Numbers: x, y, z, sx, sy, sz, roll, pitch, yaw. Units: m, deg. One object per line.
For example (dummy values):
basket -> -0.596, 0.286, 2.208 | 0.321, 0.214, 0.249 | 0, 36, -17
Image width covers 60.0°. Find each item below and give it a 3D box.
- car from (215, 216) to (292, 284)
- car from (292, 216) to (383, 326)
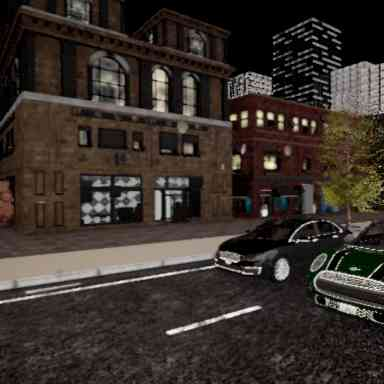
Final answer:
car -> 2.883, 1.505, 9.732 | 4.892, 1.490, 1.837 | 0, 0, -35
car -> 4.422, 1.352, 6.837 | 4.553, 1.767, 2.097 | 0, 0, -35
